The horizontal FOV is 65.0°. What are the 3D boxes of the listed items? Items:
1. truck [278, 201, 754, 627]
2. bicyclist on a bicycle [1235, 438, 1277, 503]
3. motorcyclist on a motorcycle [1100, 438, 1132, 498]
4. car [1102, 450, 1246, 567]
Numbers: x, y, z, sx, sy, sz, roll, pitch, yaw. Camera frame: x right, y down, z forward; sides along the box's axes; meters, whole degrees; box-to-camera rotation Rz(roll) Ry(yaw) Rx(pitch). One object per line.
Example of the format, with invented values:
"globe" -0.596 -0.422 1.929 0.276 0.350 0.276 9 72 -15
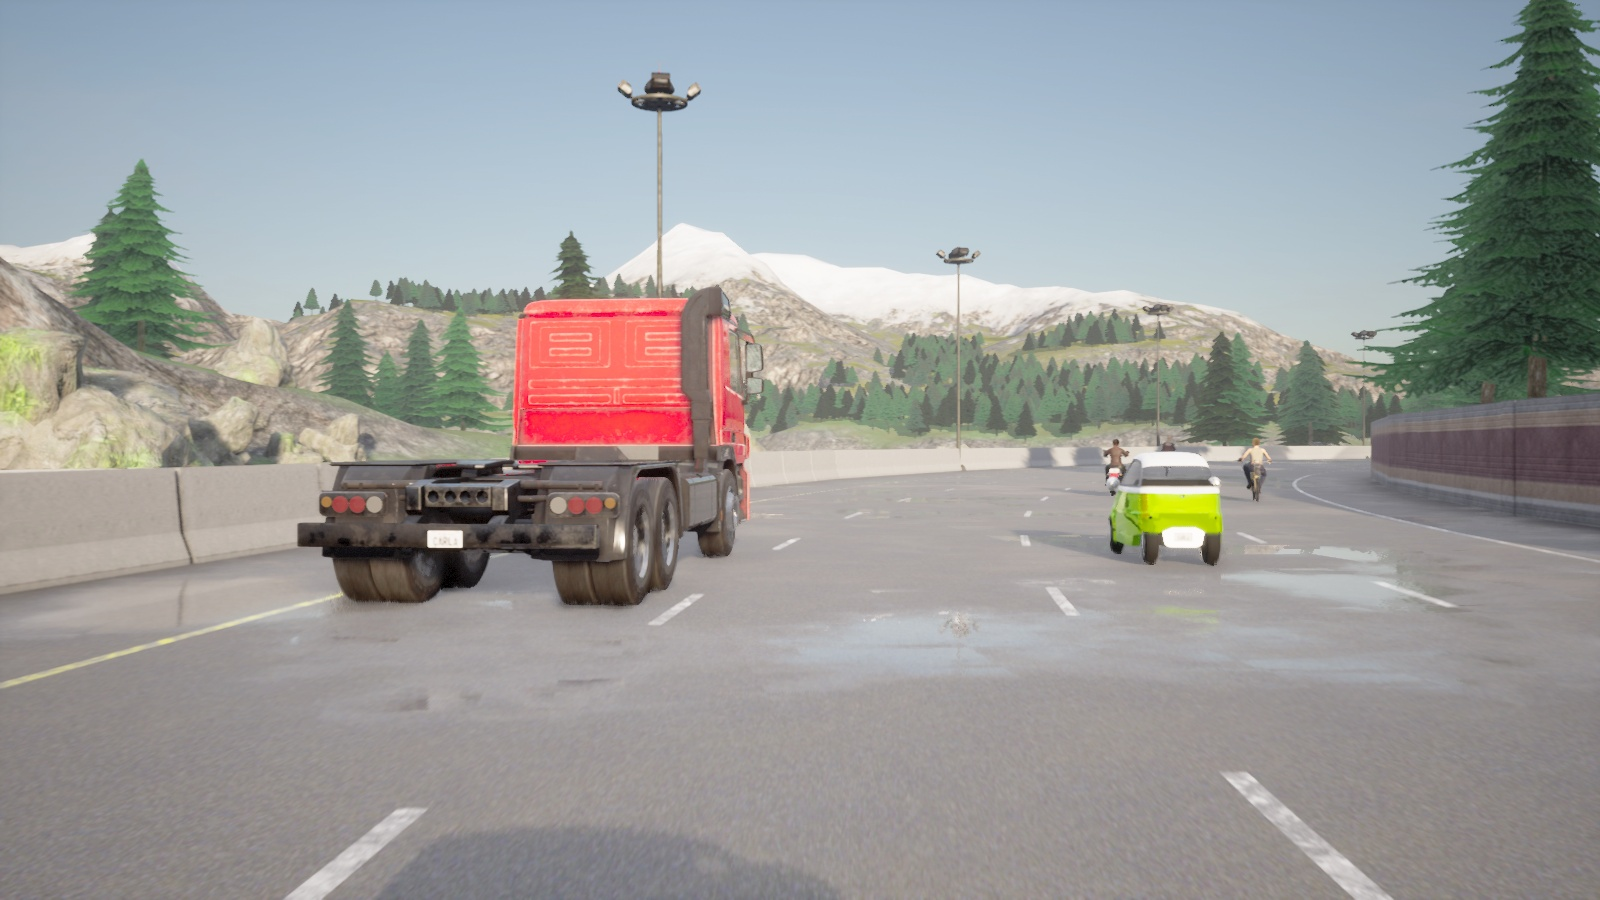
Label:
"truck" -2.517 -0.318 14.307 2.891 3.462 7.936 0 0 6
"bicyclist on a bicycle" 11.605 0.513 31.974 0.866 1.612 1.509 0 0 15
"motorcyclist on a motorcycle" 9.132 0.501 36.219 0.766 1.649 2.350 1 0 17
"car" 4.819 0.712 16.405 1.481 1.376 2.207 0 1 8
